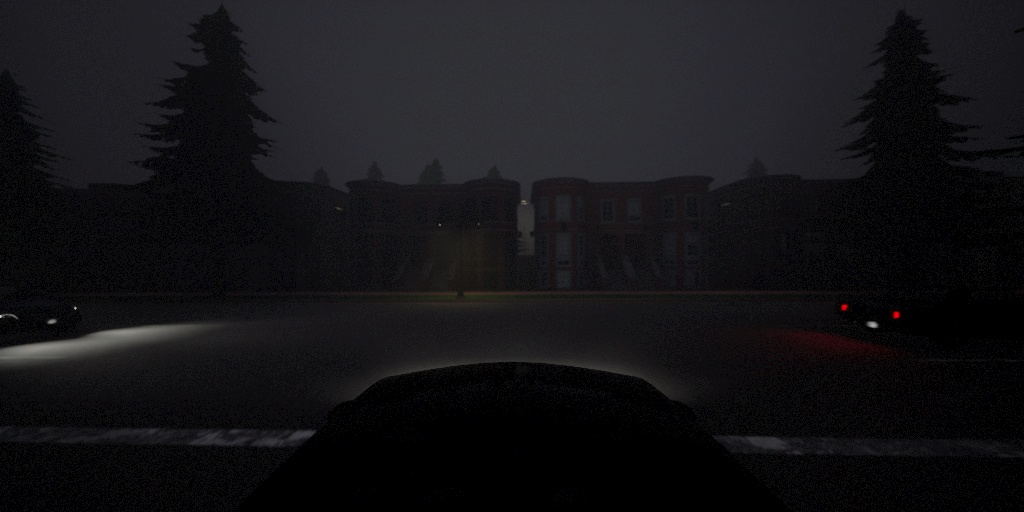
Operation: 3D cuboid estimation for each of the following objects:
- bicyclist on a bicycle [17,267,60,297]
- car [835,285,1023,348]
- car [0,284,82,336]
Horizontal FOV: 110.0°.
[{"bbox_3d":[-24.650,1.383,18.693,0.582,1.620,1.656,0,0,2],"label":"bicyclist on a bicycle"},{"bbox_3d":[10.900,1.352,8.585,4.718,1.301,1.895,0,-1,2],"label":"car"},{"bbox_3d":[-14.263,1.432,9.377,4.674,1.442,1.812,0,-1,1],"label":"car"}]
